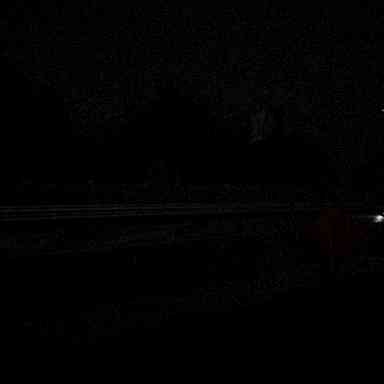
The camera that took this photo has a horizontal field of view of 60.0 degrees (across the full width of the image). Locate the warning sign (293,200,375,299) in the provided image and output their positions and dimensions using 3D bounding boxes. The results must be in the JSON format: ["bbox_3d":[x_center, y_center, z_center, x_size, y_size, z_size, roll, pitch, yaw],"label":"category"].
[{"bbox_3d":[3.116,1.154,7.359,1.060,1.860,1.300,-1,2,-35],"label":"warning sign"}]

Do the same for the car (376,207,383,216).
[{"bbox_3d":[22.968,1.980,37.553,5.357,1.411,2.033,1,-1,-35],"label":"car"}]
